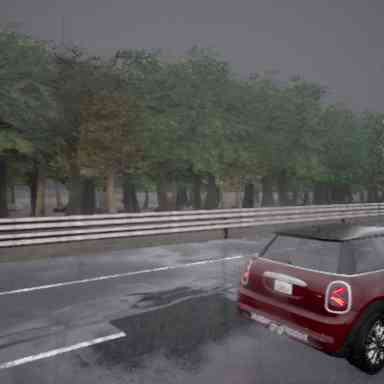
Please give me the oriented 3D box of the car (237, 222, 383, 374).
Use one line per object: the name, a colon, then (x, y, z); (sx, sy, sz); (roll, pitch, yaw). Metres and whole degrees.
car: (3.003, 1.342, 5.850); (4.553, 1.767, 2.097); (0, 0, -35)
